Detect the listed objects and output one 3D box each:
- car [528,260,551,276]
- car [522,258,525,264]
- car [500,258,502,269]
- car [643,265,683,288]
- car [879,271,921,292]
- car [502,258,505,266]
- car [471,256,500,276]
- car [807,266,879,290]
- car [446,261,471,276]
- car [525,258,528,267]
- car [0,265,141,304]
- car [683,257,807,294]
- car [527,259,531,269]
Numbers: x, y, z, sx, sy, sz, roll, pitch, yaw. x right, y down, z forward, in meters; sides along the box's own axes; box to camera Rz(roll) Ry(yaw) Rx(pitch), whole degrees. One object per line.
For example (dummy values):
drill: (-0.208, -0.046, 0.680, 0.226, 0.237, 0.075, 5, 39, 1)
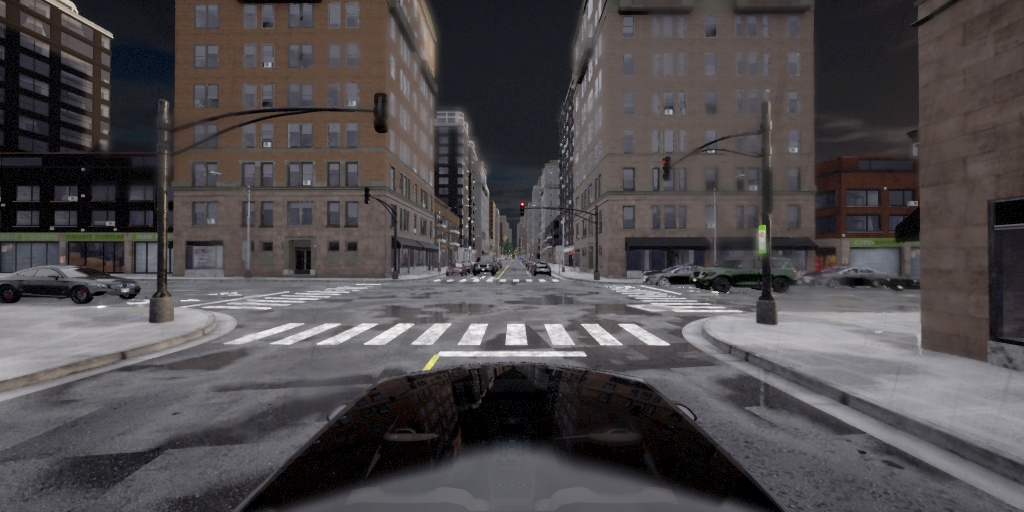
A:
car: (2.965, 1.319, 36.219, 1.948, 1.339, 4.313, 0, 0, 1)
car: (3.303, 1.316, 63.870, 1.948, 1.339, 4.313, 0, 0, 1)
car: (-2.661, 1.258, 47.914, 1.837, 1.490, 4.892, 0, 0, 1)
car: (11.461, 1.380, 24.327, 4.902, 1.511, 2.128, 0, -1, 1)
car: (24.914, 1.546, 20.938, 4.718, 1.301, 1.895, 0, -1, 0)
car: (-2.525, 1.353, 58.170, 1.895, 1.301, 4.718, 0, 0, 1)
car: (-2.784, 0.976, 37.826, 2.150, 2.045, 5.566, 0, 0, 1)
car: (22.448, 1.454, 24.200, 4.902, 1.511, 2.128, 0, -1, 0)
car: (-5.561, 1.336, 36.319, 1.802, 1.307, 4.207, 0, 0, 1)
car: (3.100, 1.303, 47.279, 2.007, 1.370, 4.403, 0, 0, 1)
car: (-17.929, 1.106, 14.506, 4.674, 1.442, 1.812, 0, -1, 1)
car: (13.488, 1.094, 21.011, 5.566, 2.045, 2.150, 1, -1, 0)
car: (3.033, 1.298, 41.749, 1.888, 1.381, 4.507, 0, 0, 1)
